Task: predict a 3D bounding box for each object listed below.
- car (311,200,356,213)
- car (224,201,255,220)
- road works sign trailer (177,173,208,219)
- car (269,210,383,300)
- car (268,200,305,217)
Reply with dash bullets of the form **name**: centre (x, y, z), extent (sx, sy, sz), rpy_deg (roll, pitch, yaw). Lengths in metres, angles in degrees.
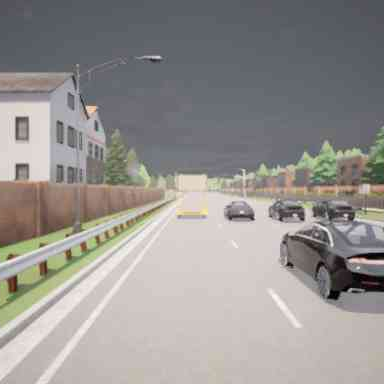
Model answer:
- **car**: centre (10.601, 1.350, 25.312), extent (1.837, 1.490, 4.892), rpy_deg (0, 0, 0)
- **car**: centre (3.603, 1.405, 25.966), extent (1.994, 1.385, 4.181), rpy_deg (0, 0, 0)
- **road works sign trailer**: centre (0.003, 0.301, 26.710), extent (2.380, 3.560, 2.880), rpy_deg (0, 0, 0)
- **car**: centre (3.600, 1.441, 8.214), extent (2.128, 1.511, 4.902), rpy_deg (0, 0, 0)
- **car**: centre (7.102, 1.350, 25.318), extent (1.837, 1.490, 4.892), rpy_deg (0, 0, 0)
